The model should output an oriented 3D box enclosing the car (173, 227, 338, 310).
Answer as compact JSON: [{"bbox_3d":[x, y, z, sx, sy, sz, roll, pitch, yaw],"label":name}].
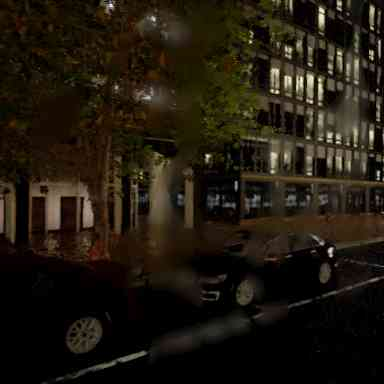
[{"bbox_3d":[1.625,1.528,7.701,4.403,1.369,2.008,0,1,-35],"label":"car"}]

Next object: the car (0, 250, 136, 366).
[{"bbox_3d":[-2.982,1.545,4.419,4.507,1.381,1.887,0,1,-35],"label":"car"}]
